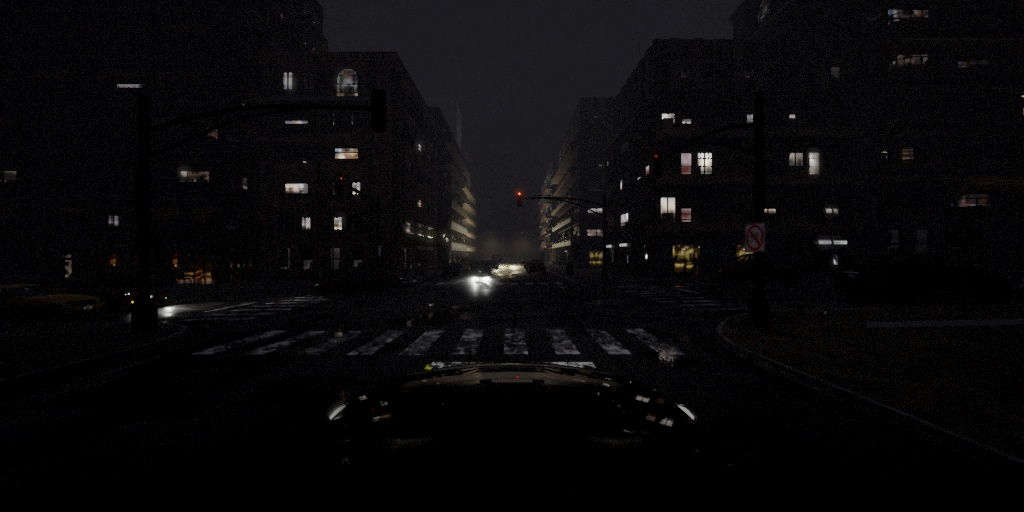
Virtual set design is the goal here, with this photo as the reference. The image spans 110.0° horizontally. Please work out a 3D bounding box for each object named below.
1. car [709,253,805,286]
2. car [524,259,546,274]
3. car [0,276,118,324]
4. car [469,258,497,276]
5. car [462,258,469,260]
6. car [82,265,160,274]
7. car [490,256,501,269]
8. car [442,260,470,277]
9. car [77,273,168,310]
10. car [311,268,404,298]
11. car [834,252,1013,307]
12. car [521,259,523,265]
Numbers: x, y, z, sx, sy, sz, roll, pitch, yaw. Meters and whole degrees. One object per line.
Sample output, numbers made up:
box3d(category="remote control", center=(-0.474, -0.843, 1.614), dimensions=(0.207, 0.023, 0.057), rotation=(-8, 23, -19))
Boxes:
box3d(category="car", center=(14.616, 0.759, 21.449), dimensions=(5.009, 1.841, 2.192), rotation=(0, 0, 0))
box3d(category="car", center=(2.771, 1.198, 40.822), dimensions=(1.967, 1.591, 4.097), rotation=(0, 0, 0))
box3d(category="car", center=(-17.608, 1.585, 12.855), dimensions=(4.829, 1.417, 1.751), rotation=(0, 0, 0))
box3d(category="car", center=(-3.027, 1.249, 36.836), dimensions=(2.128, 1.511, 4.902), rotation=(0, 0, 0))
box3d(category="car", center=(-5.609, 1.283, 40.668), dimensions=(1.751, 1.417, 4.829), rotation=(0, 0, 0))
box3d(category="car", center=(-23.559, 1.462, 21.163), dimensions=(5.009, 1.841, 2.192), rotation=(0, 0, 0))
box3d(category="car", center=(-2.987, 1.241, 52.600), dimensions=(1.882, 1.535, 5.008), rotation=(0, 0, 0))
box3d(category="car", center=(-5.621, 1.322, 35.155), dimensions=(1.948, 1.339, 4.313), rotation=(0, 0, 0))
box3d(category="car", center=(-17.594, 1.615, 15.450), dimensions=(4.181, 1.385, 1.994), rotation=(-1, 0, 0))
box3d(category="car", center=(-8.331, 1.399, 19.582), dimensions=(4.674, 1.442, 1.812), rotation=(-1, 1, -30))
box3d(category="car", center=(14.733, 0.775, 13.069), dimensions=(5.009, 1.841, 2.192), rotation=(0, 0, 0))
box3d(category="car", center=(2.807, 1.348, 57.870), dimensions=(1.802, 1.307, 4.207), rotation=(0, 0, 0))
